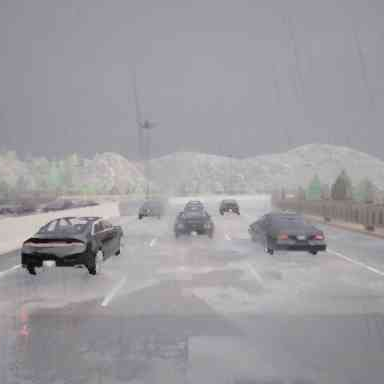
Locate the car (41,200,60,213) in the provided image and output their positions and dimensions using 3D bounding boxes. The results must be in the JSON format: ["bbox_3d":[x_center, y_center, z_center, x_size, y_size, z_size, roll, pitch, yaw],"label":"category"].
[{"bbox_3d":[-13.858,1.548,35.209,2.033,1.411,5.357,0,0,3],"label":"car"}]

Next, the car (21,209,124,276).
[{"bbox_3d":[-3.402,1.492,10.361,2.128,1.511,4.902,0,0,0],"label":"car"}]

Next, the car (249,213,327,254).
[{"bbox_3d":[3.597,1.548,13.423,2.033,1.411,5.357,0,0,0],"label":"car"}]

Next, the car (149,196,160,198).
[{"bbox_3d":[-8.404,1.528,73.498,1.994,1.385,4.181,0,0,23],"label":"car"}]

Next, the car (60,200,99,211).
[{"bbox_3d":[-10.494,1.548,32.285,2.033,1.411,5.357,0,0,2],"label":"car"}]

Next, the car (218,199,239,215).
[{"bbox_3d":[3.782,1.506,34.172,1.837,1.490,4.892,0,0,2],"label":"car"}]

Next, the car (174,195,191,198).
[{"bbox_3d":[-1.406,1.476,72.006,1.837,1.490,4.892,0,0,23],"label":"car"}]

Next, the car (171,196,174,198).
[{"bbox_3d":[-3.260,1.385,76.300,1.837,1.490,4.892,0,0,26],"label":"car"}]

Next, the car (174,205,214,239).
[{"bbox_3d":[0.096,1.602,17.441,1.895,1.301,4.718,0,0,0],"label":"car"}]

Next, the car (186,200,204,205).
[{"bbox_3d":[0.331,1.565,34.882,1.994,1.385,4.181,0,0,3],"label":"car"}]

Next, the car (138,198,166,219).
[{"bbox_3d":[-3.385,1.548,28.630,2.033,1.411,5.357,0,0,1],"label":"car"}]

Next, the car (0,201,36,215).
[{"bbox_3d":[-17.382,1.565,33.212,1.994,1.385,4.181,0,0,3],"label":"car"}]
